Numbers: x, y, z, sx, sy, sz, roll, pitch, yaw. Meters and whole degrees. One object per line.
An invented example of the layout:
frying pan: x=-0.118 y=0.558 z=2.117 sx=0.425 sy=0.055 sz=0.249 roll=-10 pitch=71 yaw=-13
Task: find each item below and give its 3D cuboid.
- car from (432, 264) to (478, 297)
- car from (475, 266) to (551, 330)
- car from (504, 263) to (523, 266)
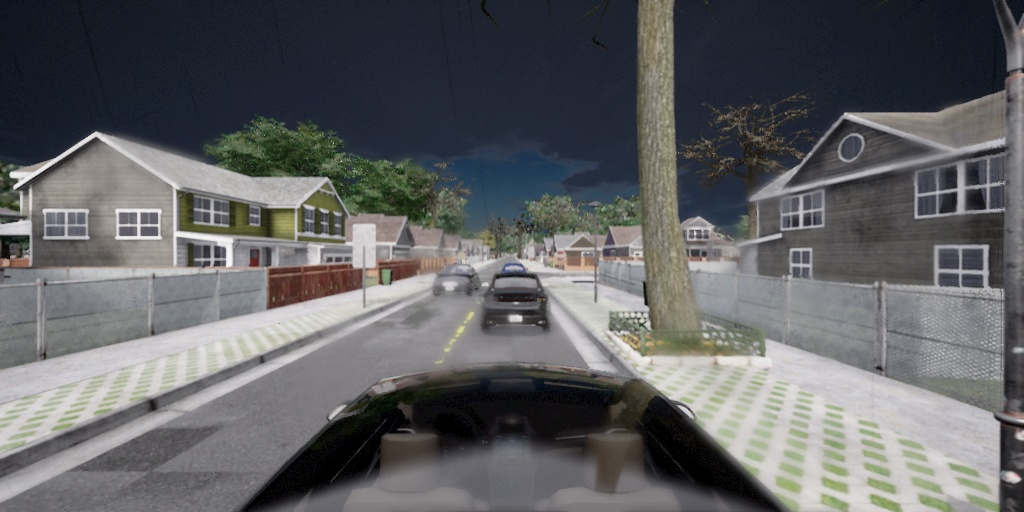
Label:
car: x=-2.757 y=1.187 z=18.441 sx=2.128 sy=1.511 sz=4.902 roll=0 pitch=0 yaw=0
car: x=0.106 y=1.226 z=10.918 sx=1.837 sy=1.490 sz=4.892 roll=0 pitch=0 yaw=0
car: x=0.119 y=1.201 z=23.966 sx=1.812 sy=1.442 sz=4.674 roll=0 pitch=0 yaw=0
